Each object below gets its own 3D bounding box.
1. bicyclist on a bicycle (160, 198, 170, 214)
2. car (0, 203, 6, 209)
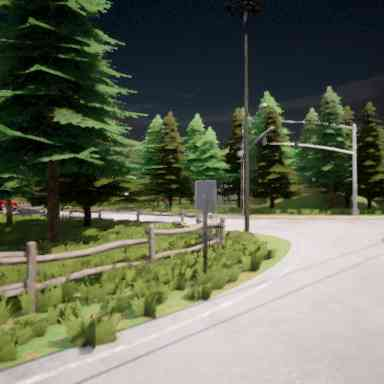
[{"bbox_3d":[-2.804,1.430,34.533,0.582,1.620,1.656,-1,0,36],"label":"bicyclist on a bicycle"},{"bbox_3d":[-27.041,1.606,47.653,5.566,2.045,2.150,0,0,36],"label":"car"}]
